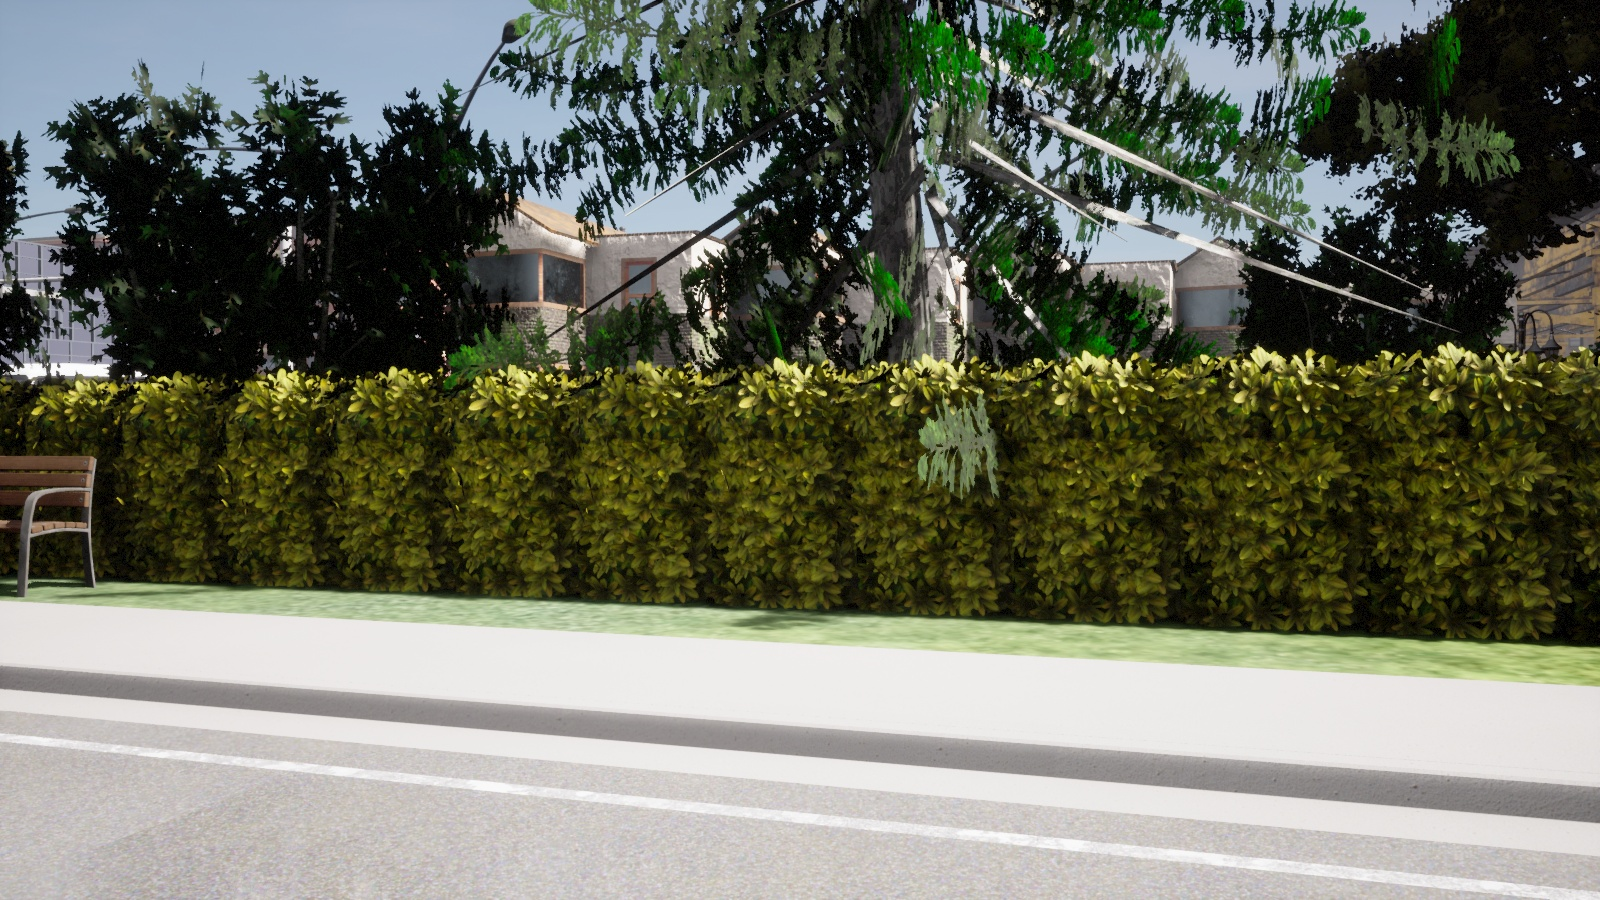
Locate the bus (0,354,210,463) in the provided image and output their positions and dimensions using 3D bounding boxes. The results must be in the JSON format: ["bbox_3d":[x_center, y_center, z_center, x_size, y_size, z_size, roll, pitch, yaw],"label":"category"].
[{"bbox_3d":[-30.939,-1.813,54.107,3.944,4.253,10.273,1,2,18],"label":"bus"}]
